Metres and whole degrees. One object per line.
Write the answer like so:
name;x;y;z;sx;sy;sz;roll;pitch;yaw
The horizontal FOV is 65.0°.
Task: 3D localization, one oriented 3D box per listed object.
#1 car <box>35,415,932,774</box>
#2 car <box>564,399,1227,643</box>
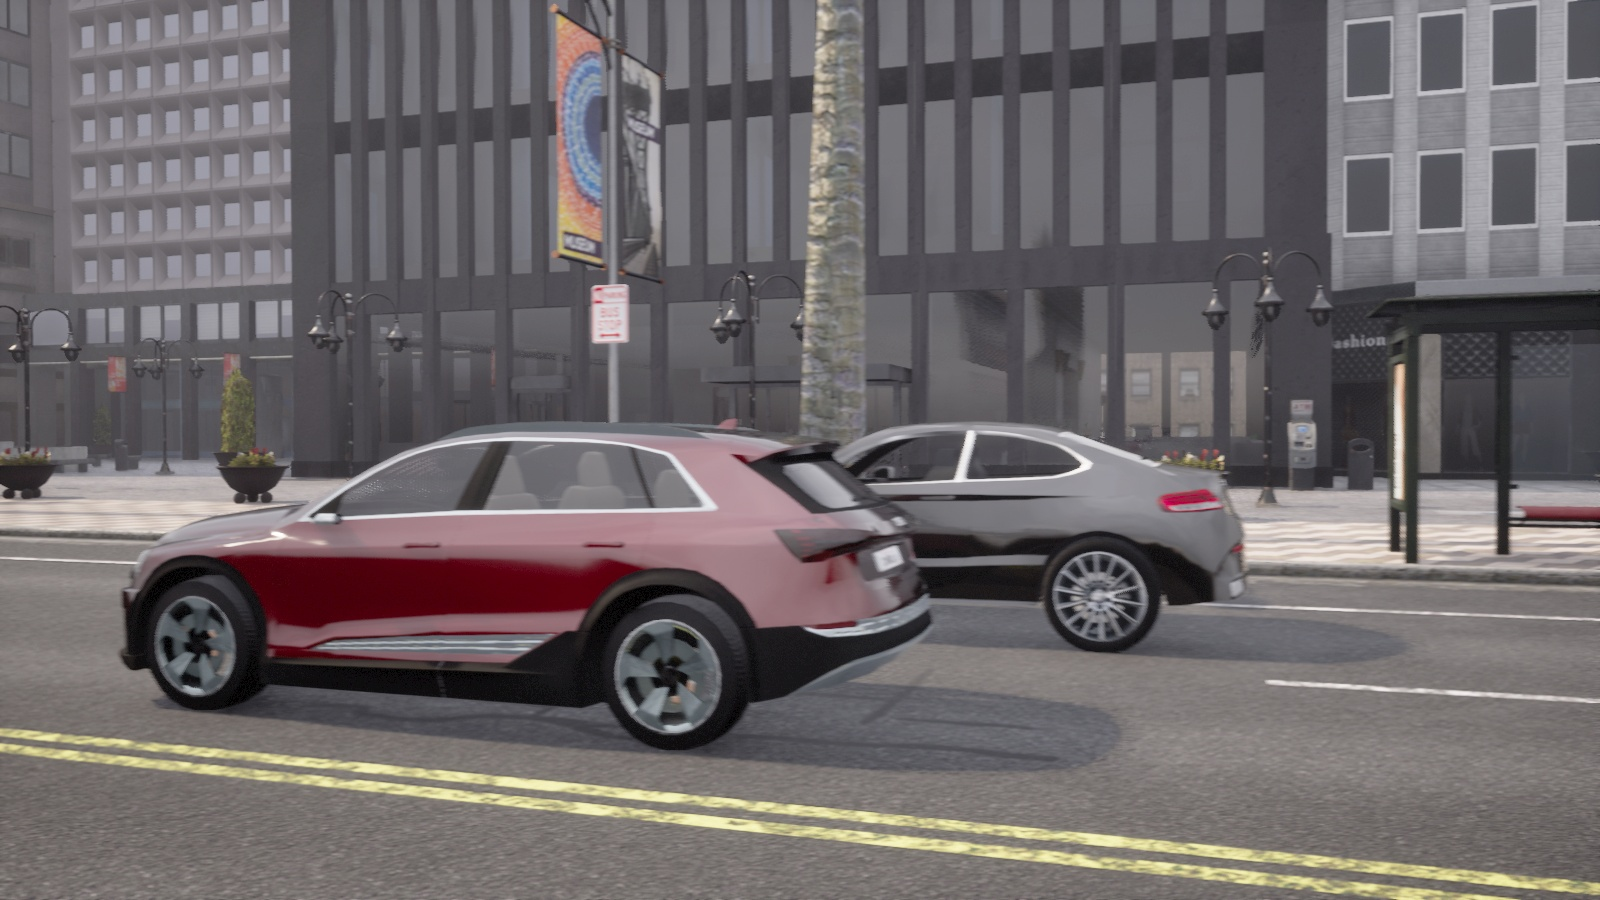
car;-1.819;0.630;7.497;4.856;1.649;2.033;1;1;19
car;0.833;0.443;10.295;5.027;1.651;2.152;1;1;19
